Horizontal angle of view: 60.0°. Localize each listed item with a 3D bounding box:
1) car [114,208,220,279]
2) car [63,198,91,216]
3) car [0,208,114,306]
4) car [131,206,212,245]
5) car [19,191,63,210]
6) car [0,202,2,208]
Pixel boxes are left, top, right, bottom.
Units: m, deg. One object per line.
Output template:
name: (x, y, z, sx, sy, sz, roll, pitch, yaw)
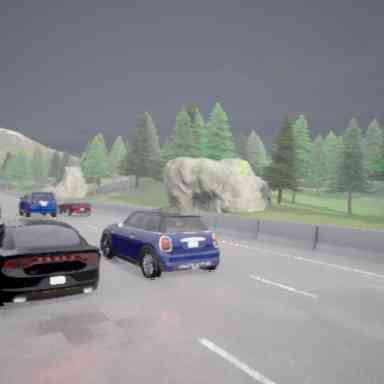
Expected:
car: (-1.168, 1.333, 10.334, 2.097, 1.767, 4.553, 2, 0, -34)
car: (-10.793, 1.321, 30.566, 1.882, 1.535, 5.008, 2, -1, -34)
car: (-3.757, 1.370, 7.916, 1.882, 1.535, 5.008, 2, 0, -34)
car: (-1.193, 1.532, 16.553, 1.812, 1.442, 4.674, 2, 0, -34)
car: (-12.427, 0.985, 26.774, 2.150, 2.045, 5.566, 2, -1, -34)
car: (-15.746, 1.165, 25.413, 1.837, 1.490, 4.892, 2, -1, -34)
